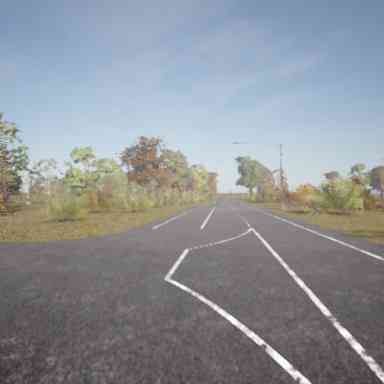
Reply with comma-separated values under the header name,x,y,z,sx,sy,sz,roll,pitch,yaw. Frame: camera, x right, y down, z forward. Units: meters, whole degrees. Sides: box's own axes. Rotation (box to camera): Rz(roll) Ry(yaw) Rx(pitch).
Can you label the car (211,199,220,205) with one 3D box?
name,x,y,z,sx,sy,sz,roll,pitch,yaw
car,6.061,2.557,85.983,2.128,1.511,4.902,-1,-1,13
